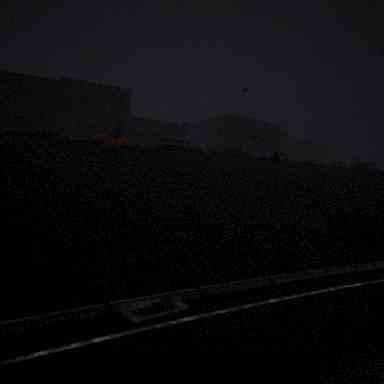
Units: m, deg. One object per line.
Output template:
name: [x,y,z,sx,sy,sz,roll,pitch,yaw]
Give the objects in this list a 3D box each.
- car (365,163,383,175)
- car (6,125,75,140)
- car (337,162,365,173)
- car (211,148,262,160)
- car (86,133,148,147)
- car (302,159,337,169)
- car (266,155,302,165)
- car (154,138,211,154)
car: [22.951,-2.623,43.379,5.566,2.045,2.435,3,-2,-33]
car: [-11.025,-4.043,24.376,4.674,1.452,2.002,3,-1,-24]
car: [18.233,-2.776,40.343,4.553,1.767,2.185,3,-1,-32]
car: [3.954,-3.344,31.946,4.792,1.488,2.163,3,-1,-28]
car: [-6.022,-3.849,26.766,5.008,1.535,2.097,3,-1,-25]
car: [13.439,-2.908,37.380,4.892,1.521,2.231,3,-1,-30]
car: [8.768,-3.100,34.636,4.674,1.452,2.002,3,-1,-29]
car: [-1.088,-3.741,29.253,4.553,1.767,2.185,3,-1,-27]
